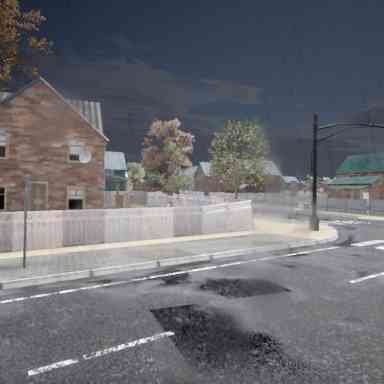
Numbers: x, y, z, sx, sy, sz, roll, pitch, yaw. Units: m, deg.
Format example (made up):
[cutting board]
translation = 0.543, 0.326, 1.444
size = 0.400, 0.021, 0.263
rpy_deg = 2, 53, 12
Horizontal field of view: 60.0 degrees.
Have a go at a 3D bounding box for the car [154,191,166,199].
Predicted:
[car]
translation = -6.197, 0.640, 61.714
size = 1.812, 1.442, 4.674
rpy_deg = 1, 1, -20
